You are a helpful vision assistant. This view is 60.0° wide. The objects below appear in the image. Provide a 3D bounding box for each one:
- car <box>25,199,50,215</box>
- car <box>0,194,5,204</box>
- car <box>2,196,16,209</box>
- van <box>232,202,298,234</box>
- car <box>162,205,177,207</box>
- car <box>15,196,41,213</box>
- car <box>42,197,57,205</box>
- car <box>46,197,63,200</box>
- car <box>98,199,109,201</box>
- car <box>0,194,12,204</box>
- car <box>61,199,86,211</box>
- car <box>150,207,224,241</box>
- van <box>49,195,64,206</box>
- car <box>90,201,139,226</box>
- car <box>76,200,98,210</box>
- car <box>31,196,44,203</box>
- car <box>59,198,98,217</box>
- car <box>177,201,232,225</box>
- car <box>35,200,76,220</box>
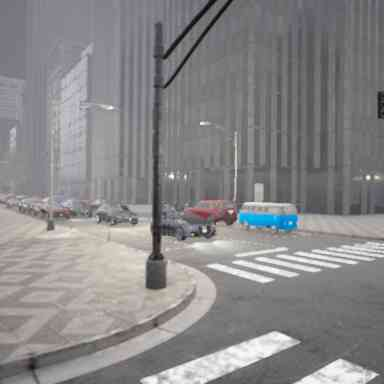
[{"bbox_3d":[-15.521,1.718,34.110,1.802,1.307,4.206,1,-1,-36],"label":"car"},{"bbox_3d":[-38.750,1.419,66.030,2.192,1.841,5.009,1,-1,-36],"label":"car"},{"bbox_3d":[-25.477,1.684,47.789,2.008,1.369,4.403,1,-1,-36],"label":"car"},{"bbox_3d":[4.666,1.584,20.869,1.690,1.788,3.998,1,-1,-36],"label":"van"},{"bbox_3d":[-1.976,1.810,29.988,1.947,1.339,4.313,1,-1,-36],"label":"car"},{"bbox_3d":[-18.839,1.576,38.671,1.967,1.590,4.097,1,-1,-36],"label":"car"},{"bbox_3d":[-28.628,1.748,66.607,1.752,1.417,4.829,1,-1,-36],"label":"car"},{"bbox_3d":[-16.987,1.695,40.569,1.812,1.442,4.674,1,-1,-36],"label":"car"},{"bbox_3d":[-11.931,1.684,43.668,1.967,1.590,4.097,1,-1,-36],"label":"car"},{"bbox_3d":[-35.431,1.429,61.470,2.192,1.841,5.009,1,-1,-36],"label":"car"},{"bbox_3d":[-15.804,1.734,44.217,1.812,1.442,4.674,1,-1,-35],"label":"car"},{"bbox_3d":[-0.541,1.732,17.894,1.994,1.385,4.181,1,-1,-36],"label":"car"},{"bbox_3d":[-25.207,1.573,61.909,1.690,1.788,3.998,1,-1,-36],"label":"van"},{"bbox_3d":[-5.712,1.674,25.001,1.837,1.490,4.892,1,-1,-36],"label":"car"},{"bbox_3d":[-15.253,1.825,48.228,1.802,1.307,4.206,1,-1,-36],"label":"car"},{"bbox_3d":[-35.281,1.724,75.757,1.752,1.417,4.829,1,0,-35],"label":"car"},{"bbox_3d":[-11.218,1.674,32.575,1.837,1.490,4.892,1,-1,-36],"label":"car"},{"bbox_3d":[1.346,1.560,25.430,2.192,1.841,5.009,1,-1,-36],"label":"car"},{"bbox_3d":[-12.202,1.681,29.551,1.887,1.381,4.507,1,-1,-36],"label":"car"}]
